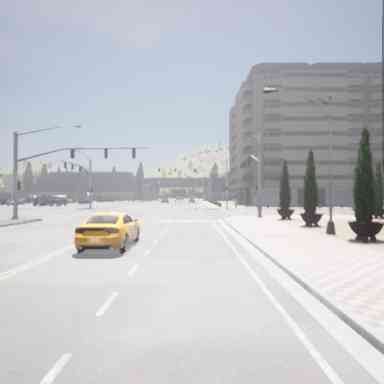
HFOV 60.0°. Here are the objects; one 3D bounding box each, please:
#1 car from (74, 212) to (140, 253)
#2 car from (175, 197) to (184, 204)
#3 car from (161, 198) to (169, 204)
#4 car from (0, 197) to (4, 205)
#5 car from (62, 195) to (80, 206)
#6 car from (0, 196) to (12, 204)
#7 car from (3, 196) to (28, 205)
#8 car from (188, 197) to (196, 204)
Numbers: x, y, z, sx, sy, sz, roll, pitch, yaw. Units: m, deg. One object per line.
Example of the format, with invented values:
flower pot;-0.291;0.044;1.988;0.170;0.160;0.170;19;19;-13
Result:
car;-3.501;1.614;14.487;1.882;1.535;5.008;0;0;0
car;-3.534;2.404;87.348;1.895;1.301;4.718;0;-1;0
car;-7.034;2.303;86.203;1.837;1.490;4.892;0;-1;0
car;-38.954;1.999;67.983;1.784;1.438;3.905;0;-1;0
car;-30.243;2.170;83.056;1.970;1.475;3.806;0;-1;0
car;-47.140;1.928;83.021;1.932;1.855;4.605;0;-1;0
car;-36.058;2.030;67.973;1.970;1.475;3.806;0;-1;0
car;-0.034;2.361;87.319;1.994;1.385;4.181;0;-1;0
